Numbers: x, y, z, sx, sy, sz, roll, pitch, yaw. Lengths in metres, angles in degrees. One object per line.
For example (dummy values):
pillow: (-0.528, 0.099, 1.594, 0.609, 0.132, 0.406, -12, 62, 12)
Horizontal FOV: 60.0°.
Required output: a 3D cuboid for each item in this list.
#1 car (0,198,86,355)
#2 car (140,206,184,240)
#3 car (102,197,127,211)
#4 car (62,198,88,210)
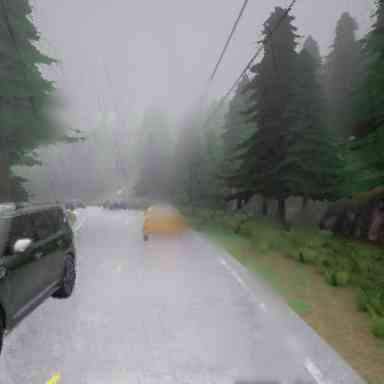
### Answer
car: (-3.585, 1.238, 5.534, 2.150, 2.045, 5.566, 0, 0, -4)
car: (-1.613, 1.463, 17.142, 1.882, 1.535, 5.008, 0, 0, -10)
car: (-9.598, 1.358, 40.886, 2.097, 1.767, 4.553, -1, 0, -27)
car: (-16.191, 1.592, 45.899, 2.033, 1.411, 5.357, 0, 0, -34)
